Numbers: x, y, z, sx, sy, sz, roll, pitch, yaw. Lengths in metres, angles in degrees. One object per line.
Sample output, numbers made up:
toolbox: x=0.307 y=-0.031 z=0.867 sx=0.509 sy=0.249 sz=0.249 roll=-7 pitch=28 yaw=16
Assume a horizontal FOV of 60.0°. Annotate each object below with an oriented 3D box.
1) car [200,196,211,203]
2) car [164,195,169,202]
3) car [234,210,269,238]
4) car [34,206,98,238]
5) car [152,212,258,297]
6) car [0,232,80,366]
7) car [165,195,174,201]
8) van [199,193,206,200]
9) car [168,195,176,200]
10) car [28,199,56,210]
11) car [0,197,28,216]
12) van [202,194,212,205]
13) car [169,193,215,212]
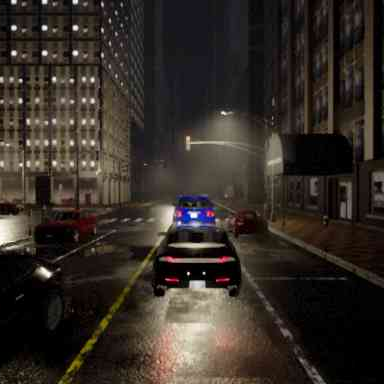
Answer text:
car: x=2.720 y=1.525 z=66.447 sx=2.008 sy=1.369 sz=4.403 roll=0 pitch=0 yaw=0
car: x=-5.655 y=1.511 z=77.845 sx=1.887 sy=1.381 sz=4.507 roll=0 pitch=0 yaw=0
car: x=2.823 y=1.577 z=17.157 sx=1.802 sy=1.307 sz=4.206 roll=0 pitch=0 yaw=0
car: x=-5.817 y=1.540 z=15.785 sx=1.887 sy=1.381 sz=4.507 roll=0 pitch=0 yaw=0
car: x=0.103 y=1.489 z=8.558 sx=2.128 sy=1.511 sz=4.902 roll=0 pitch=0 yaw=0
car: x=-3.083 y=1.524 z=4.005 sx=1.812 sy=1.442 sz=4.674 roll=0 pitch=0 yaw=0
car: x=-5.651 y=1.527 z=83.542 sx=1.947 sy=1.339 sz=4.313 roll=0 pitch=0 yaw=0
van: x=2.731 y=1.298 z=89.234 sx=1.690 sy=1.788 sz=3.998 roll=0 pitch=0 yaw=0
car: x=-5.646 y=1.517 z=94.936 sx=1.947 sy=1.339 sz=4.313 roll=0 pitch=0 yaw=0
car: x=-18.502 y=1.492 z=39.513 sx=4.403 sy=1.369 sz=2.008 roll=0 pitch=0 yaw=1
car: x=-18.593 y=1.303 z=31.131 sx=5.009 sy=1.841 sz=2.192 roll=0 pitch=0 yaw=1
van: x=2.716 y=1.318 z=60.750 sx=1.690 sy=1.788 sz=3.998 roll=0 pitch=0 yaw=0
car: x=0.099 y=1.216 z=18.477 sx=2.150 sy=2.045 sz=5.566 roll=0 pitch=0 yaw=0
